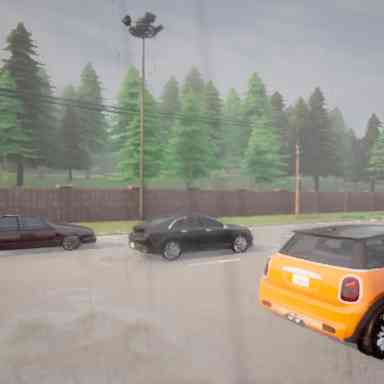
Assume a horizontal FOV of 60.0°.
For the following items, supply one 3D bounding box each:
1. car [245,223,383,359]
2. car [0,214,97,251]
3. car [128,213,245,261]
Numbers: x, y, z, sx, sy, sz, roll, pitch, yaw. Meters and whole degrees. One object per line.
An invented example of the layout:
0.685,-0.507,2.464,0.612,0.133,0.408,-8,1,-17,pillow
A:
3.488,1.393,6.212,4.553,1.767,2.097,1,0,-31,car
-6.430,1.530,12.491,5.357,1.411,2.033,1,0,-31,car
0.089,1.536,12.337,4.892,1.490,1.837,1,0,-31,car
